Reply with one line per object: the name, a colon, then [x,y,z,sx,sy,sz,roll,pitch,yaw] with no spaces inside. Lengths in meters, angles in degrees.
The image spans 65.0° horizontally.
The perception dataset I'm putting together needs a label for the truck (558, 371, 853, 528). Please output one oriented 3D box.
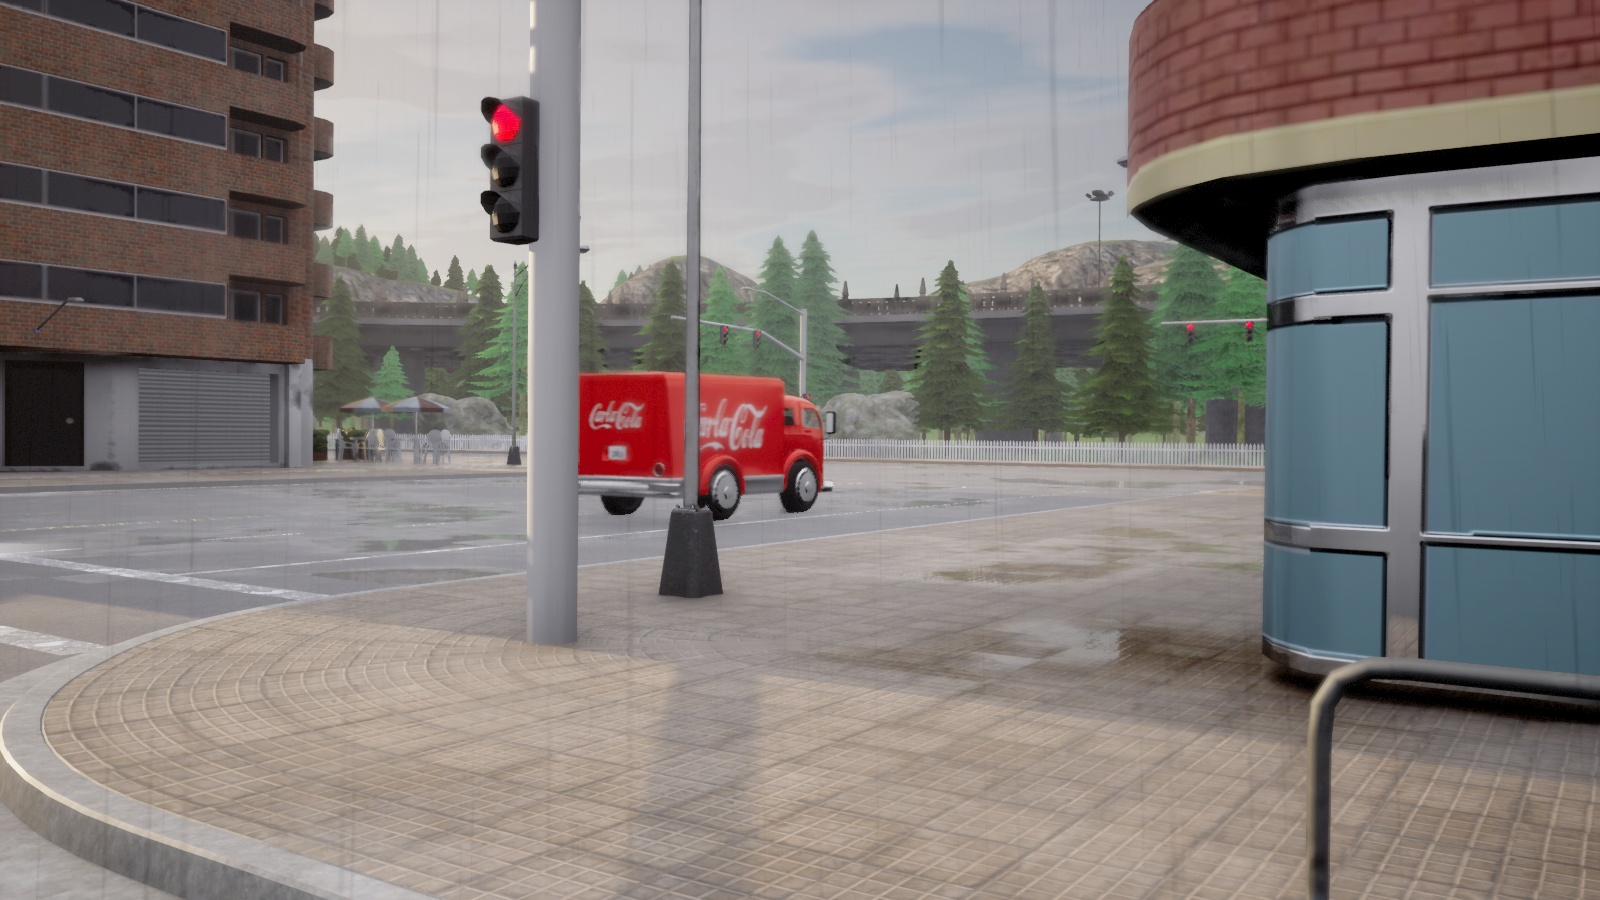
truck: [-1.534,-0.051,22.658,2.627,2.467,5.204,0,1,34]
